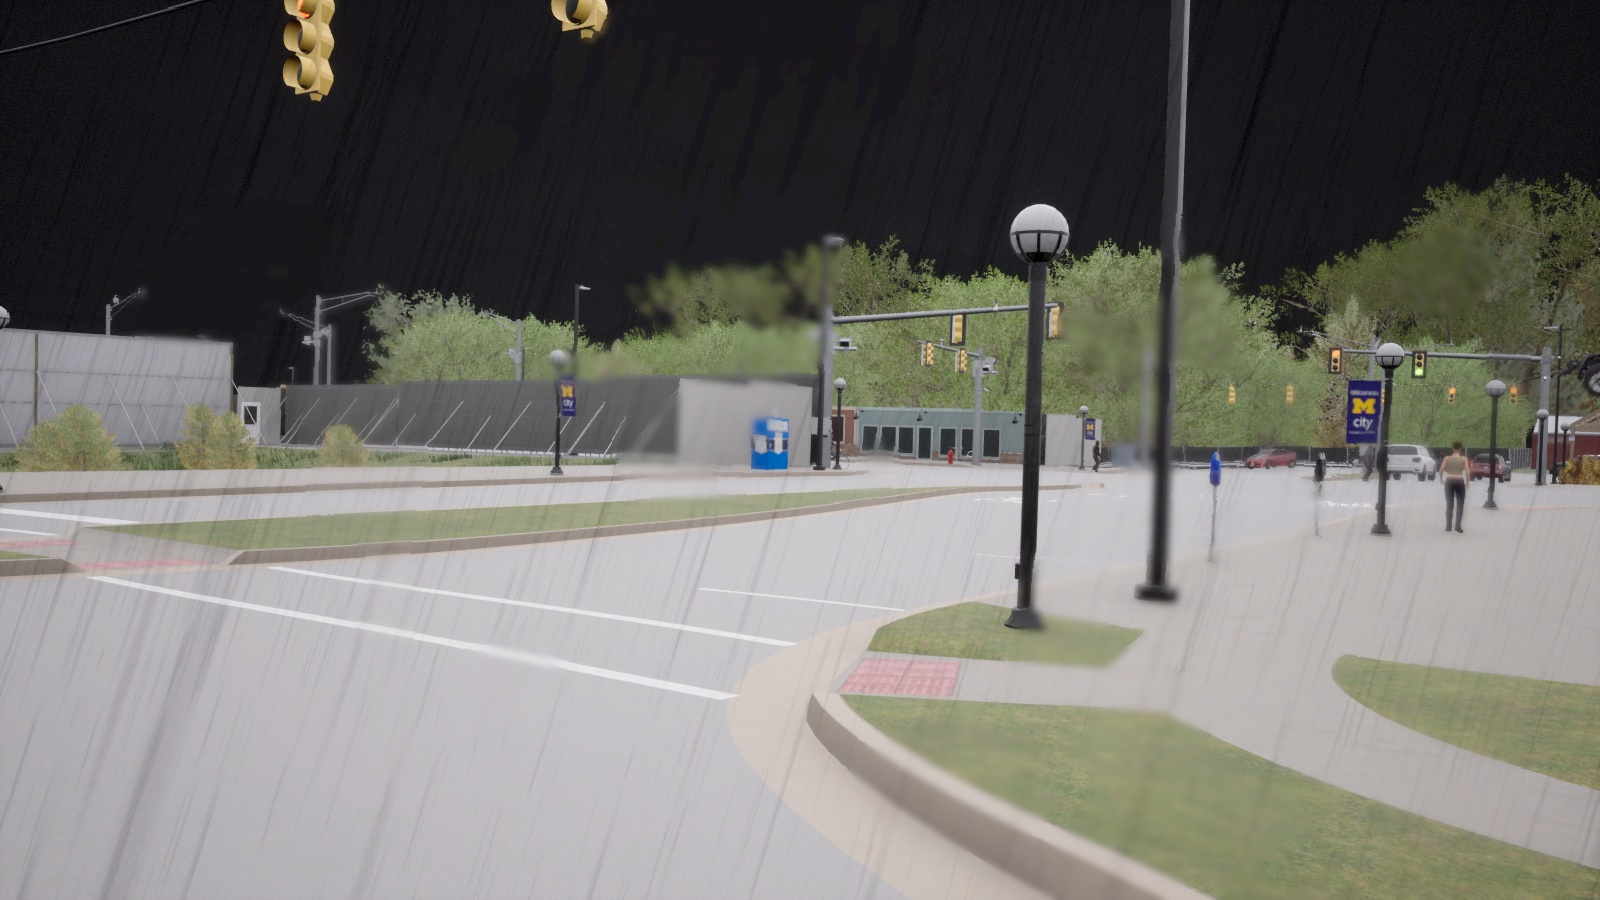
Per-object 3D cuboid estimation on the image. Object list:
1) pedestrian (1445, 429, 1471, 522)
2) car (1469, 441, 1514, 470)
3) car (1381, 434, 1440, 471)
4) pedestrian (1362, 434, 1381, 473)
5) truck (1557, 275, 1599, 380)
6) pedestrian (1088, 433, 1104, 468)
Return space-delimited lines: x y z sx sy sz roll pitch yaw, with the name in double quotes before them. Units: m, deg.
"pedestrian" 13.192 0.501 25.176 0.345 1.836 0.594 2 2 34
"car" 40.738 0.295 73.917 1.851 1.617 3.988 0 1 36
"car" 35.004 0.159 71.878 2.150 2.045 5.566 0 0 35
"pedestrian" 27.249 0.154 59.888 0.694 1.848 0.540 2 2 40
"truck" 30.163 -4.363 42.211 7.936 3.462 2.891 -3 2 32
"pedestrian" 16.396 0.038 69.521 0.692 1.930 0.395 2 2 43
